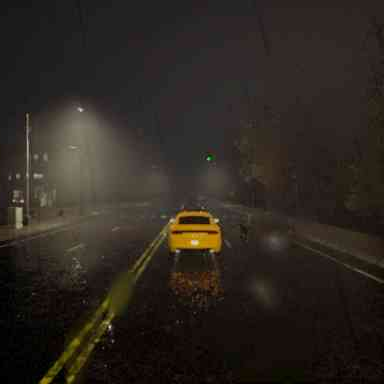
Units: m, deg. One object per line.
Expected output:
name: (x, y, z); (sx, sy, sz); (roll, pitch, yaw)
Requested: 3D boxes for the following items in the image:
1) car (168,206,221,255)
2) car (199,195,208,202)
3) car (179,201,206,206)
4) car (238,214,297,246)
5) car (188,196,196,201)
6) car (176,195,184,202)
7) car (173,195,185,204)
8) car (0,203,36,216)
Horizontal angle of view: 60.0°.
car: (0.095, 1.557, 13.627); (1.882, 1.535, 5.008); (0, 0, 0)
car: (3.221, 2.012, 88.087); (2.128, 1.511, 4.902); (0, 0, 0)
car: (0.051, 1.724, 27.750); (1.994, 1.385, 4.181); (0, 0, -1)
car: (3.347, 1.692, 15.752); (1.895, 1.301, 4.718); (0, 0, 0)
car: (-0.029, 1.987, 88.086); (1.837, 1.490, 4.892); (0, 0, 0)
car: (-3.277, 1.730, 92.451); (2.150, 2.045, 5.566); (0, 0, 0)
car: (-3.272, 1.986, 76.838); (1.994, 1.385, 4.181); (0, 0, 0)
car: (-19.965, 2.036, 37.644); (4.313, 1.339, 1.947); (-1, 1, 0)
